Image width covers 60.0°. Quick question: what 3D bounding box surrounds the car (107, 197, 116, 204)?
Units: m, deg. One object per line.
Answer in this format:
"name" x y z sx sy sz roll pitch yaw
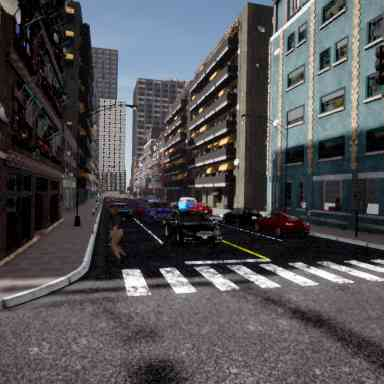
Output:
"car" -17.016 1.713 70.135 1.752 1.417 4.829 1 0 -15

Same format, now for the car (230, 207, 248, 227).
"car" 3.653 1.774 24.324 1.947 1.339 4.313 1 0 -15

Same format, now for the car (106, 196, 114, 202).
"car" -21.260 1.805 86.327 1.947 1.339 4.313 1 0 -15

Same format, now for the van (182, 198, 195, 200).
"van" -0.546 1.593 40.354 1.690 1.788 3.998 1 0 -15

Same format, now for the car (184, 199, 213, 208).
"car" 0.852 1.782 35.010 1.887 1.381 4.507 1 0 -15

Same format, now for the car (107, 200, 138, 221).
"car" -5.857 1.631 27.555 1.947 1.339 4.313 1 0 -15

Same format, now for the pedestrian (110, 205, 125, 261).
"pedestrian" -2.447 1.298 10.729 0.375 1.860 0.375 1 0 -15

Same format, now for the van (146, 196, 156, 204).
"van" -8.949 1.687 72.412 1.690 1.788 3.998 1 0 -15

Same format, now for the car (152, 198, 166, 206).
"car" -6.193 1.839 61.889 1.752 1.417 4.829 1 0 -15

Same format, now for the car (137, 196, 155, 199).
"car" -8.475 1.826 60.415 1.994 1.385 4.181 1 0 -15

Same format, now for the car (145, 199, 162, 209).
"car" -5.957 1.835 50.795 1.895 1.301 4.718 1 0 -15

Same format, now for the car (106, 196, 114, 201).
"car" -22.661 1.801 91.671 1.887 1.381 4.507 1 0 -15

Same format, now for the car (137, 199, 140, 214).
"car" -4.881 1.694 34.091 1.994 1.385 4.181 1 0 -15

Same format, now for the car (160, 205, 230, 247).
"car" -0.070 1.586 15.705 1.837 1.490 4.892 1 0 -14

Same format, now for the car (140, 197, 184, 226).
"car" -2.349 1.456 24.441 2.097 1.767 4.553 1 0 -15

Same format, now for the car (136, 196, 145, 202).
"car" -14.552 1.965 93.781 2.008 1.369 4.403 1 0 -15

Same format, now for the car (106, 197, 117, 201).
"car" -10.057 1.653 43.584 1.887 1.381 4.507 1 0 -15

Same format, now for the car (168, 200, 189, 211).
"car" -1.949 1.832 45.696 1.947 1.339 4.313 1 0 -15

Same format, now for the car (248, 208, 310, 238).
"car" 5.053 1.777 18.981 1.802 1.307 4.206 1 0 -15
